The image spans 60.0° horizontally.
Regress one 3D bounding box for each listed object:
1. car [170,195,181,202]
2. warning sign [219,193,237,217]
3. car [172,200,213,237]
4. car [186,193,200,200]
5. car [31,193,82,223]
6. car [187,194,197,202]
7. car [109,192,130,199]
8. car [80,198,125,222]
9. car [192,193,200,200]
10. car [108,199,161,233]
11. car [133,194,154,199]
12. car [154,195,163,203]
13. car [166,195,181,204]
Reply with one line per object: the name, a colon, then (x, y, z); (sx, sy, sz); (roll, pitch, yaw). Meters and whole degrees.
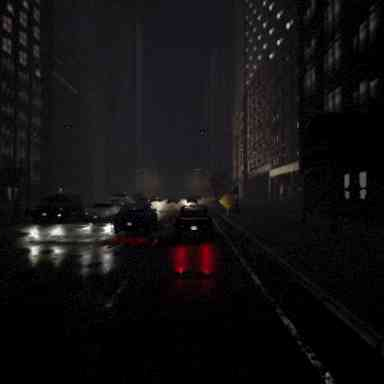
car: (-3.229, 1.274, 66.693); (2.033, 1.411, 5.357); (0, 0, 0)
warning sign: (2.842, 1.004, 26.464); (1.300, 1.860, 1.060); (-1, -1, 0)
car: (0.097, 1.424, 17.703); (2.128, 1.511, 4.902); (0, 1, 0)
car: (0.018, 1.244, 55.852); (1.882, 1.535, 5.008); (0, 0, 0)
car: (-9.842, 1.118, 24.933); (2.150, 2.045, 5.566); (0, 0, 0)
car: (0.021, 1.201, 66.275); (1.882, 1.535, 5.008); (0, 0, 0)
car: (-9.818, 1.036, 45.093); (2.150, 2.045, 5.566); (0, 0, 0)
car: (-6.593, 1.421, 25.016); (1.812, 1.442, 4.674); (0, 0, 0)
car: (1.003, 1.118, 86.455); (1.882, 1.535, 5.008); (0, 0, 0)
car: (-3.158, 1.418, 19.265); (1.882, 1.535, 5.008); (0, 1, 0)
car: (-6.571, 1.342, 44.025); (1.812, 1.442, 4.674); (0, 0, 0)
car: (-6.480, 1.297, 61.685); (2.033, 1.411, 5.357); (0, 0, 0)
car: (-3.232, 1.289, 56.686); (1.812, 1.442, 4.674); (0, 0, 0)
